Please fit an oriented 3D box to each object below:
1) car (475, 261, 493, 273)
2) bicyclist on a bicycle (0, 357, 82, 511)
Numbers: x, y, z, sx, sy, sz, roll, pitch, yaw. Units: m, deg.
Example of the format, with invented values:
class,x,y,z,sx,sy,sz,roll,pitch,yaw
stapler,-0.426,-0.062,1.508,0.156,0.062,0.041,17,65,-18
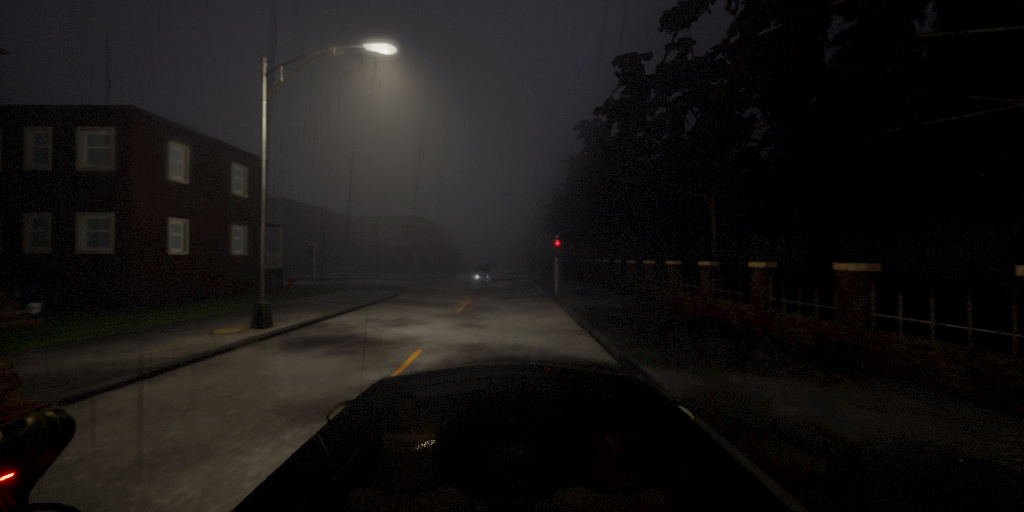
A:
class,x,y,z,sx,sy,sz,roll,pitch,yaw
car,-4.120,1.727,51.014,1.895,1.301,4.718,0,0,0
bicyclist on a bicycle,-2.995,1.204,1.917,1.656,1.620,0.582,0,0,-1
